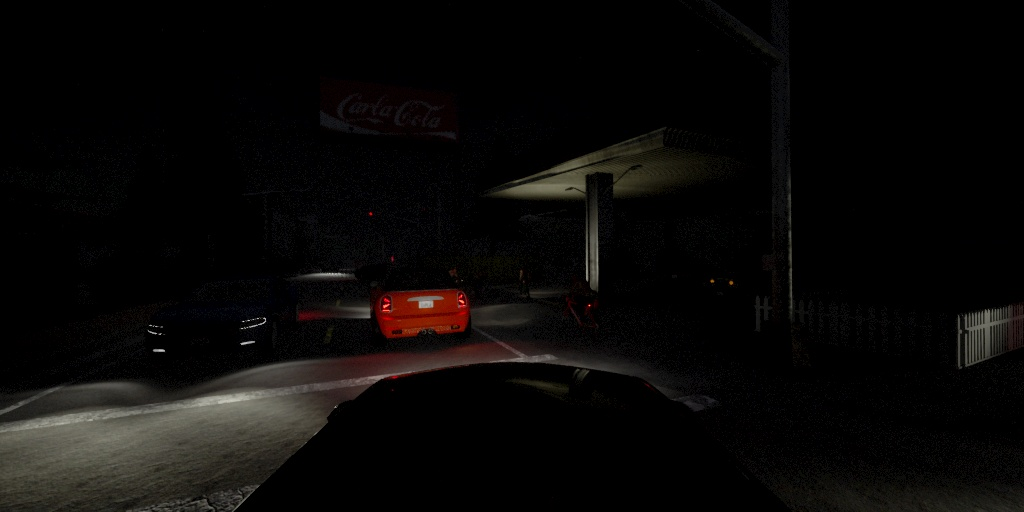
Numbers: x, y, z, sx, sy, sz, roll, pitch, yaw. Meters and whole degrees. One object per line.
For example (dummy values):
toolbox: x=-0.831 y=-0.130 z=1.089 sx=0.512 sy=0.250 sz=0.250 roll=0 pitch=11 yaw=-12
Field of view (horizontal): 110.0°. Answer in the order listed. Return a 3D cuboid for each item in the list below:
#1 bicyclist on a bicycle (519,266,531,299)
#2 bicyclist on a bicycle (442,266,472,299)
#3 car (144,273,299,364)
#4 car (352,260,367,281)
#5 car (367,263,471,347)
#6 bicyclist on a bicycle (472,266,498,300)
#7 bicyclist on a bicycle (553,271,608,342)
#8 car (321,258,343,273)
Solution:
bicyclist on a bicycle: x=0.654 y=1.315 z=17.937 sx=0.582 sy=1.620 sz=1.656 roll=0 pitch=0 yaw=16
bicyclist on a bicycle: x=-2.751 y=1.295 z=16.413 sx=1.656 sy=1.620 sz=0.582 roll=1 pitch=0 yaw=37
car: x=-6.319 y=1.194 z=8.387 sx=1.882 sy=1.535 sz=5.008 roll=0 pitch=0 yaw=-24
car: x=-11.217 y=1.399 z=31.370 sx=4.892 sy=1.490 sz=1.837 roll=0 pitch=4 yaw=0
car: x=-2.614 y=1.041 z=9.486 sx=2.097 sy=1.767 sz=4.553 roll=0 pitch=0 yaw=-22
bicyclist on a bicycle: x=-1.454 y=1.322 z=17.805 sx=1.656 sy=1.620 sz=0.582 roll=1 pitch=0 yaw=-22
bicyclist on a bicycle: x=1.640 y=1.194 z=8.735 sx=0.582 sy=1.620 sz=1.656 roll=3 pitch=-2 yaw=-43
car: x=-23.550 y=1.368 z=46.548 sx=2.128 sy=1.511 sz=4.902 roll=0 pitch=0 yaw=-24
